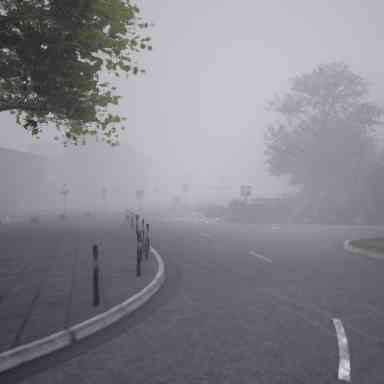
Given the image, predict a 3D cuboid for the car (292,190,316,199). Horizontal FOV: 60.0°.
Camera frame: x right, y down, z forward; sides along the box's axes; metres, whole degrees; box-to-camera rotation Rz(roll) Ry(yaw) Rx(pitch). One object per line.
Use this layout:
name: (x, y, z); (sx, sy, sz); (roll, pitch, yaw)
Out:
car: (28.339, 0.658, 84.417); (5.566, 2.045, 2.435); (0, 1, 23)

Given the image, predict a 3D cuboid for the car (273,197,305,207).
car: (15.622, 1.569, 53.644); (4.674, 1.452, 2.002); (0, 1, 22)

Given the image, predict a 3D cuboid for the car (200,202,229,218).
car: (2.919, 2.064, 36.109); (1.895, 1.301, 4.718); (0, 1, 23)

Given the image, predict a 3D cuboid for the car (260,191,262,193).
car: (14.913, 1.056, 86.099); (4.674, 1.452, 2.002); (0, 1, 23)

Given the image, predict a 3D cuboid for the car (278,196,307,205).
car: (17.746, 1.465, 58.774); (4.674, 1.452, 2.002); (0, 1, 23)

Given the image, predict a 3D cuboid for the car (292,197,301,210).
car: (10.143, 1.792, 40.897); (5.366, 1.575, 1.946); (0, 1, 23)

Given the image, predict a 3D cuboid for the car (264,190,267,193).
car: (17.051, 0.912, 91.280); (5.008, 1.535, 2.097); (0, 1, 23)

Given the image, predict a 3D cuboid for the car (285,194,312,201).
car: (22.886, 1.165, 71.661); (5.366, 1.575, 1.946); (0, 1, 23)

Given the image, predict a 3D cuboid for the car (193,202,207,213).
car: (1.703, 1.945, 42.061); (1.994, 1.385, 4.181); (0, 1, 23)

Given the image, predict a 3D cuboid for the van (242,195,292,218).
van: (8.080, 1.676, 35.740); (4.442, 1.987, 1.878); (0, 1, 23)

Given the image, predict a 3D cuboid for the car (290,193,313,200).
car: (25.187, 1.065, 76.715); (4.892, 1.521, 2.231); (0, 1, 22)

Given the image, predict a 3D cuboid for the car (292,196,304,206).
car: (12.432, 1.689, 45.954); (4.892, 1.521, 2.231); (0, 1, 22)

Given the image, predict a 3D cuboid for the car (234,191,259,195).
car: (12.736, 0.869, 80.927); (5.566, 2.045, 2.435); (0, 1, 23)

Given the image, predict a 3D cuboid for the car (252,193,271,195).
car: (12.263, 1.495, 58.567); (2.128, 1.511, 4.902); (0, 1, 23)

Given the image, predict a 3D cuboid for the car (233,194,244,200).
car: (8.383, 1.613, 58.089); (1.994, 1.385, 4.181); (0, 1, 23)

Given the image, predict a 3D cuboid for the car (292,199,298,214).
car: (9.280, 1.877, 38.250); (4.792, 1.488, 2.163); (0, 1, 22)

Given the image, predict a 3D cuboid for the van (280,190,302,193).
van: (18.915, 1.147, 61.287); (4.442, 1.987, 1.878); (0, 1, 23)

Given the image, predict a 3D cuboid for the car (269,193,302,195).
car: (14.590, 1.456, 51.065); (4.553, 1.767, 2.185); (0, 1, 22)

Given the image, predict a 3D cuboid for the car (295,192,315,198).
car: (30.487, 0.804, 89.540); (5.008, 1.535, 2.097); (0, 1, 22)

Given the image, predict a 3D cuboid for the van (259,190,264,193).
van: (16.089, 0.738, 88.640); (4.442, 1.987, 1.878); (0, 1, 23)

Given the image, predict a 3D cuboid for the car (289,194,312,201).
car: (24.147, 1.145, 74.143); (4.792, 1.488, 2.163); (0, 1, 23)

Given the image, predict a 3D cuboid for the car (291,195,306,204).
car: (13.505, 1.634, 48.513); (5.008, 1.535, 2.097); (0, 1, 22)
